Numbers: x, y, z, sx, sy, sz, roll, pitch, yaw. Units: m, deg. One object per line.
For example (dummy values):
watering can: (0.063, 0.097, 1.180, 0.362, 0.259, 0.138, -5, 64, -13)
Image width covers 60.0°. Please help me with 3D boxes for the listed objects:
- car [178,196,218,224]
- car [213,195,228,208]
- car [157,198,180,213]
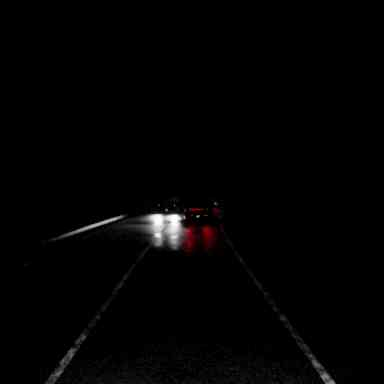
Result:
car: (0.549, 1.279, 23.052, 2.128, 1.511, 4.902, 0, 1, 4)
car: (3.306, 1.098, 40.876, 1.837, 1.490, 4.892, 1, 1, 12)
car: (-1.958, 1.250, 31.757, 1.895, 1.301, 4.718, 1, 1, 8)
